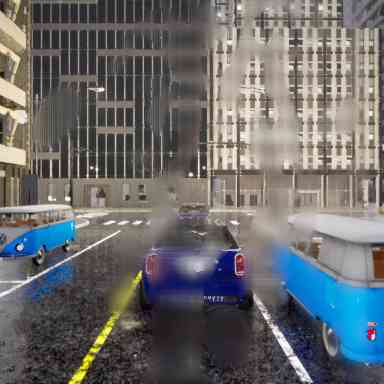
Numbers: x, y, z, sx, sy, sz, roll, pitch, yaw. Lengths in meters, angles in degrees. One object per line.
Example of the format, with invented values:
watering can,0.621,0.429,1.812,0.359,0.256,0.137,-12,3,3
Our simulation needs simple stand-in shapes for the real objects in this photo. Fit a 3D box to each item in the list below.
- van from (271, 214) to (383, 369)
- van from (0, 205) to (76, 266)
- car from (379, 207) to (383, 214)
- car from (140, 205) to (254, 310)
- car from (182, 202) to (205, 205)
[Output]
van,2.557,1.343,5.605,1.690,1.788,3.998,0,0,0
van,-5.336,1.346,11.272,1.690,1.788,3.998,0,0,0
car,18.979,1.491,29.029,4.829,1.417,1.752,0,0,0
car,0.083,1.355,7.978,2.097,1.767,4.553,0,0,0
car,0.084,1.360,18.004,2.097,1.767,4.553,0,0,0
